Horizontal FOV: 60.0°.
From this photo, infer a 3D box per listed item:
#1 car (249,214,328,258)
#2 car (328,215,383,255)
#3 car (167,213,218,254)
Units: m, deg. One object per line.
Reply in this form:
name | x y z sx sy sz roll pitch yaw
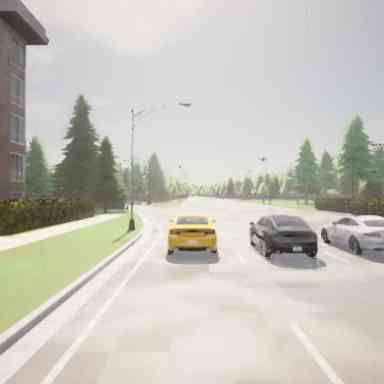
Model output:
car | 3.529 1.653 13.490 1.837 1.490 4.892 0 0 0
car | 7.032 1.676 13.879 1.812 1.442 4.674 0 0 0
car | 0.022 1.631 14.227 1.882 1.535 5.008 0 0 0
